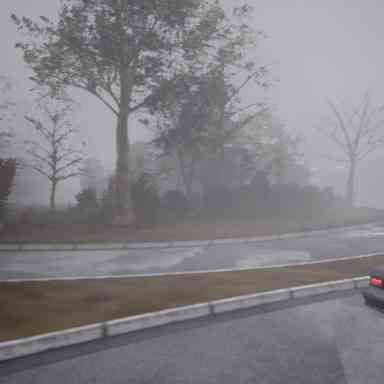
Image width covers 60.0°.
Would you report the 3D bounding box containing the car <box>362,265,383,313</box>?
[{"bbox_3d":[5.648,1.591,6.105,5.357,1.411,2.033,0,0,-24],"label":"car"}]
